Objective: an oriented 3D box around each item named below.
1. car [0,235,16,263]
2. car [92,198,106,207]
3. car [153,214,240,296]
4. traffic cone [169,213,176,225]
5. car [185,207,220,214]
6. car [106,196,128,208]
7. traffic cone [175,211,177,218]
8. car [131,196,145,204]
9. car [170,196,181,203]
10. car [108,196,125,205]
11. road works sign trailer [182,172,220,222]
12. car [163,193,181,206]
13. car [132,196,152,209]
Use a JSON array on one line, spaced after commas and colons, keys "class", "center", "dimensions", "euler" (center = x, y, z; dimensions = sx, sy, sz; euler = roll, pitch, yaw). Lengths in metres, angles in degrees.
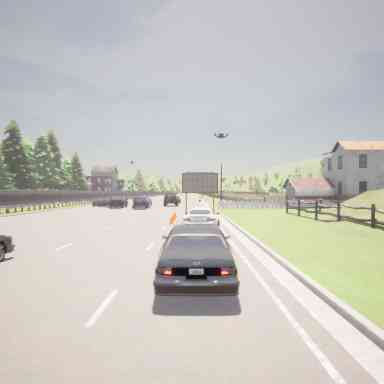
[{"class": "car", "center": [-6.890, 1.547, 8.782], "dimensions": [2.033, 1.411, 5.357], "euler": [0, 0, 0]}, {"class": "car", "center": [-13.842, 1.564, 51.082], "dimensions": [1.994, 1.385, 4.181], "euler": [0, 0, 1]}, {"class": "car", "center": [0.108, 1.547, 8.782], "dimensions": [2.033, 1.411, 5.357], "euler": [0, 0, 1]}, {"class": "traffic cone", "center": [-1.459, 1.955, 23.139], "dimensions": [0.340, 0.580, 0.340], "euler": [0, 0, 0]}, {"class": "car", "center": [0.540, 1.538, 18.439], "dimensions": [1.812, 1.442, 4.674], "euler": [0, -1, 6]}, {"class": "car", "center": [-10.342, 1.478, 47.227], "dimensions": [1.882, 1.535, 5.008], "euler": [0, -1, 0]}, {"class": "traffic cone", "center": [-1.456, 1.955, 25.139], "dimensions": [0.340, 0.580, 0.340], "euler": [0, 0, 0]}, {"class": "car", "center": [-10.321, 1.505, 63.707], "dimensions": [1.837, 1.490, 4.892], "euler": [0, 0, 0]}, {"class": "car", "center": [-3.315, 1.564, 68.534], "dimensions": [1.994, 1.385, 4.181], "euler": [0, 0, 0]}, {"class": "car", "center": [-13.824, 1.478, 61.122], "dimensions": [1.882, 1.535, 5.008], "euler": [0, 0, 0]}, {"class": "road works sign trailer", "center": [0.513, 0.464, 22.054], "dimensions": [2.380, 3.560, 2.880], "euler": [0, 0, -4]}, {"class": "car", "center": [-3.334, 1.221, 53.319], "dimensions": [2.150, 2.045, 5.566], "euler": [0, 0, 0]}, {"class": "car", "center": [-6.842, 1.353, 46.017], "dimensions": [2.097, 1.767, 4.553], "euler": [0, 0, 0]}]
